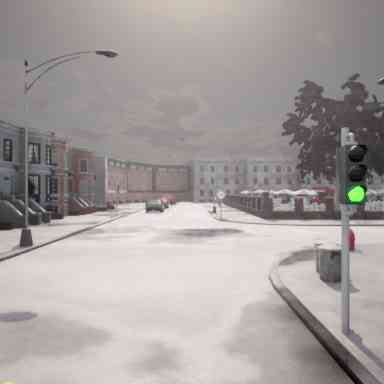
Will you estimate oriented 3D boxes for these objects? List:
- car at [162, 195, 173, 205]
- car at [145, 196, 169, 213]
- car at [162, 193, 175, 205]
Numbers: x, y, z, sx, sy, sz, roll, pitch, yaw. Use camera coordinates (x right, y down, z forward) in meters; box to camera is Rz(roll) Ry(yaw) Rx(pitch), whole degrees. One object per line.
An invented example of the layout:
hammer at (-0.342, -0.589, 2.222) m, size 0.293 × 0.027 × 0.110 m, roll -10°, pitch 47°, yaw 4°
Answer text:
car at (-4.218, 1.571, 47.155) m, size 2.033 × 1.411 × 5.357 m, roll 0°, pitch 0°, yaw -1°
car at (-4.169, 1.566, 38.323) m, size 2.033 × 1.411 × 5.357 m, roll 0°, pitch 0°, yaw -1°
car at (-4.249, 1.248, 57.878) m, size 2.150 × 2.045 × 5.566 m, roll 0°, pitch 0°, yaw 5°
